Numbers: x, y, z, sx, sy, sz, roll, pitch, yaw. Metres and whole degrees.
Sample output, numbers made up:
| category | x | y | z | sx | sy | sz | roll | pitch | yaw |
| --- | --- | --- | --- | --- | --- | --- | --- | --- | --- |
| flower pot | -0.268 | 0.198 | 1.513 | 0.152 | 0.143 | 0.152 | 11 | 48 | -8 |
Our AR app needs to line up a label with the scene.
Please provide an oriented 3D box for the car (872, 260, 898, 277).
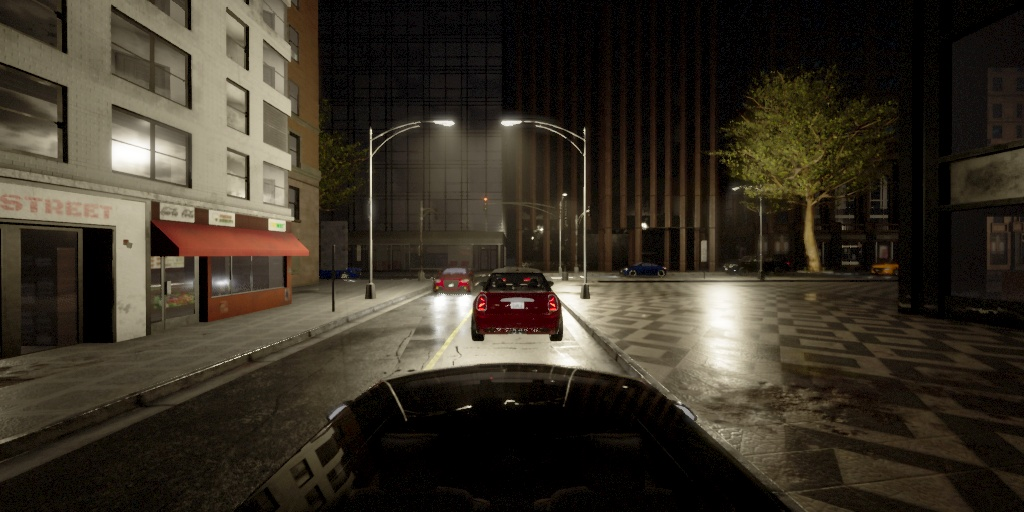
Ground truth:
| category | x | y | z | sx | sy | sz | roll | pitch | yaw |
| --- | --- | --- | --- | --- | --- | --- | --- | --- | --- |
| car | 36.852 | 1.107 | 33.691 | 5.008 | 1.535 | 1.882 | 0 | 0 | 1 |

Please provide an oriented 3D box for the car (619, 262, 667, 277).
| category | x | y | z | sx | sy | sz | roll | pitch | yaw |
| --- | --- | --- | --- | --- | --- | --- | --- | --- | --- |
| car | 12.324 | 1.257 | 33.848 | 4.181 | 1.385 | 1.994 | 0 | 0 | 0 |

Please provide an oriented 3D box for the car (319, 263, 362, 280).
| category | x | y | z | sx | sy | sz | roll | pitch | yaw |
| --- | --- | --- | --- | --- | --- | --- | --- | --- | --- |
| car | -15.519 | 1.290 | 30.802 | 5.008 | 1.535 | 1.882 | 0 | 0 | 0 |

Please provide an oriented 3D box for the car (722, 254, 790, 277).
| category | x | y | z | sx | sy | sz | roll | pitch | yaw |
| --- | --- | --- | --- | --- | --- | --- | --- | --- | --- |
| car | 22.957 | 0.879 | 33.779 | 5.566 | 2.045 | 2.150 | 0 | 0 | 0 |

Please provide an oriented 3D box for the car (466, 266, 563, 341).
| category | x | y | z | sx | sy | sz | roll | pitch | yaw |
| --- | --- | --- | --- | --- | --- | --- | --- | --- | --- |
| car | 0.123 | 1.101 | 9.982 | 2.097 | 1.767 | 4.553 | 0 | 0 | 0 |

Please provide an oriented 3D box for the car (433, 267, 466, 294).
| category | x | y | z | sx | sy | sz | roll | pitch | yaw |
| --- | --- | --- | --- | --- | --- | --- | --- | --- | --- |
| car | -3.139 | 1.312 | 20.257 | 1.994 | 1.385 | 4.181 | 0 | 0 | -1 |
